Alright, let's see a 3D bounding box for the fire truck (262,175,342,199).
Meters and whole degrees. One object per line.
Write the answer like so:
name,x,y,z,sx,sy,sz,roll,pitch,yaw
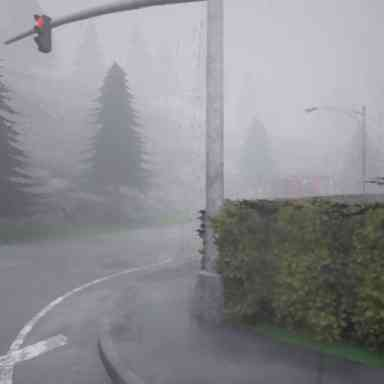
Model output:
fire truck,10.729,0.337,32.347,8.468,3.827,2.891,0,-1,-31
